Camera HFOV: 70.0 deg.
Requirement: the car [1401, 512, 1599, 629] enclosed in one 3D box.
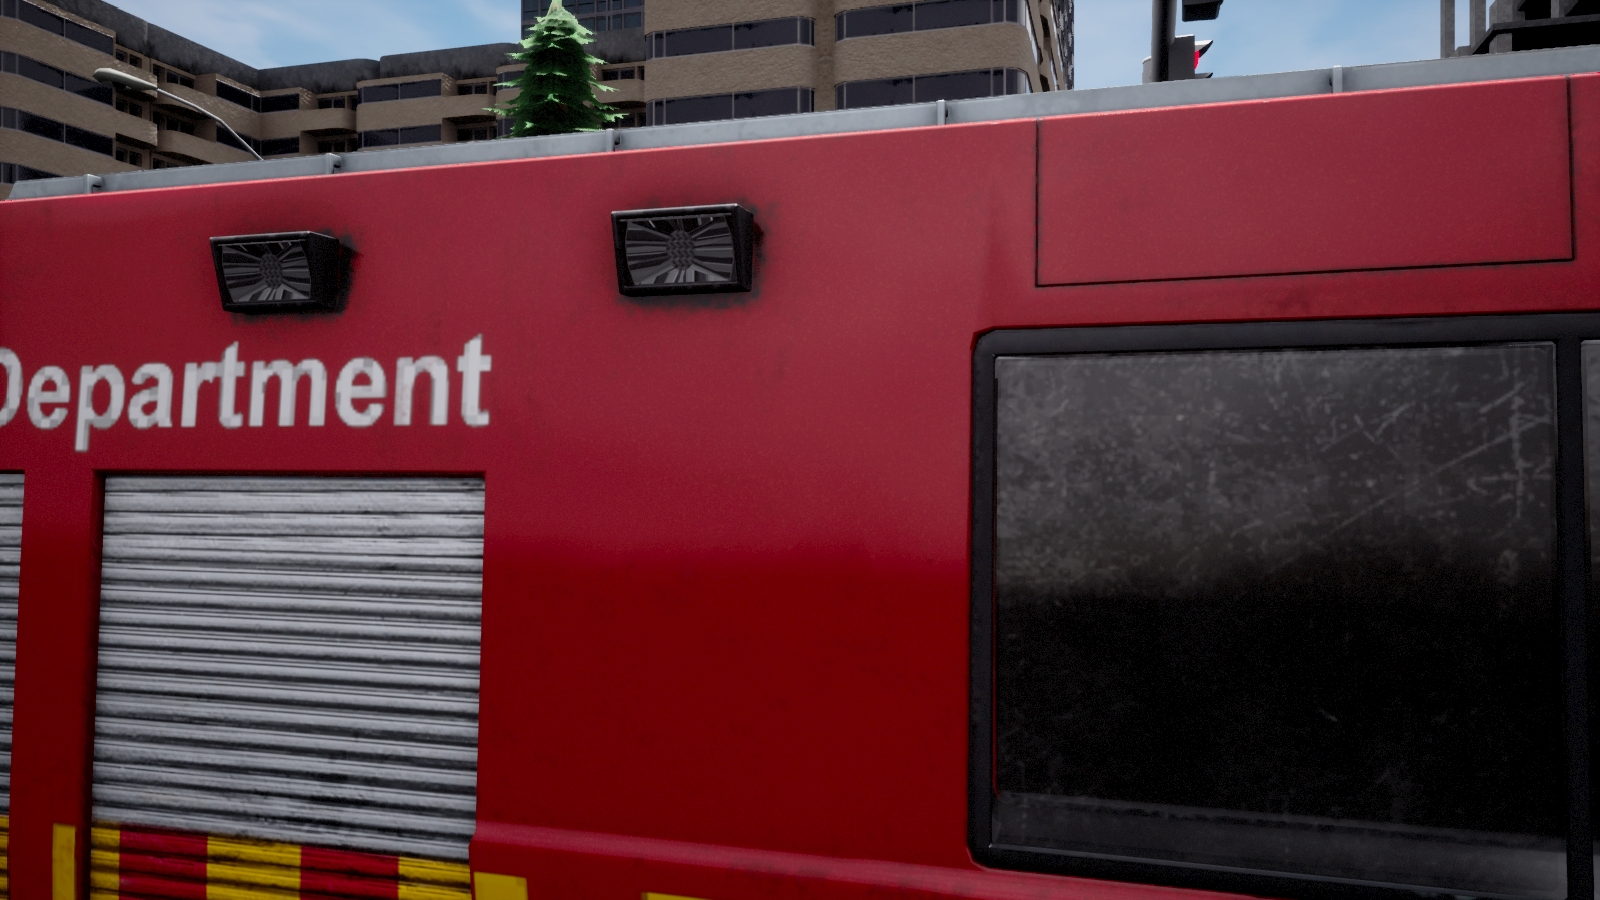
[{"bbox_3d":[12.484,2.037,20.491,2.038,1.542,4.974,0,0,16],"label":"car"}]
